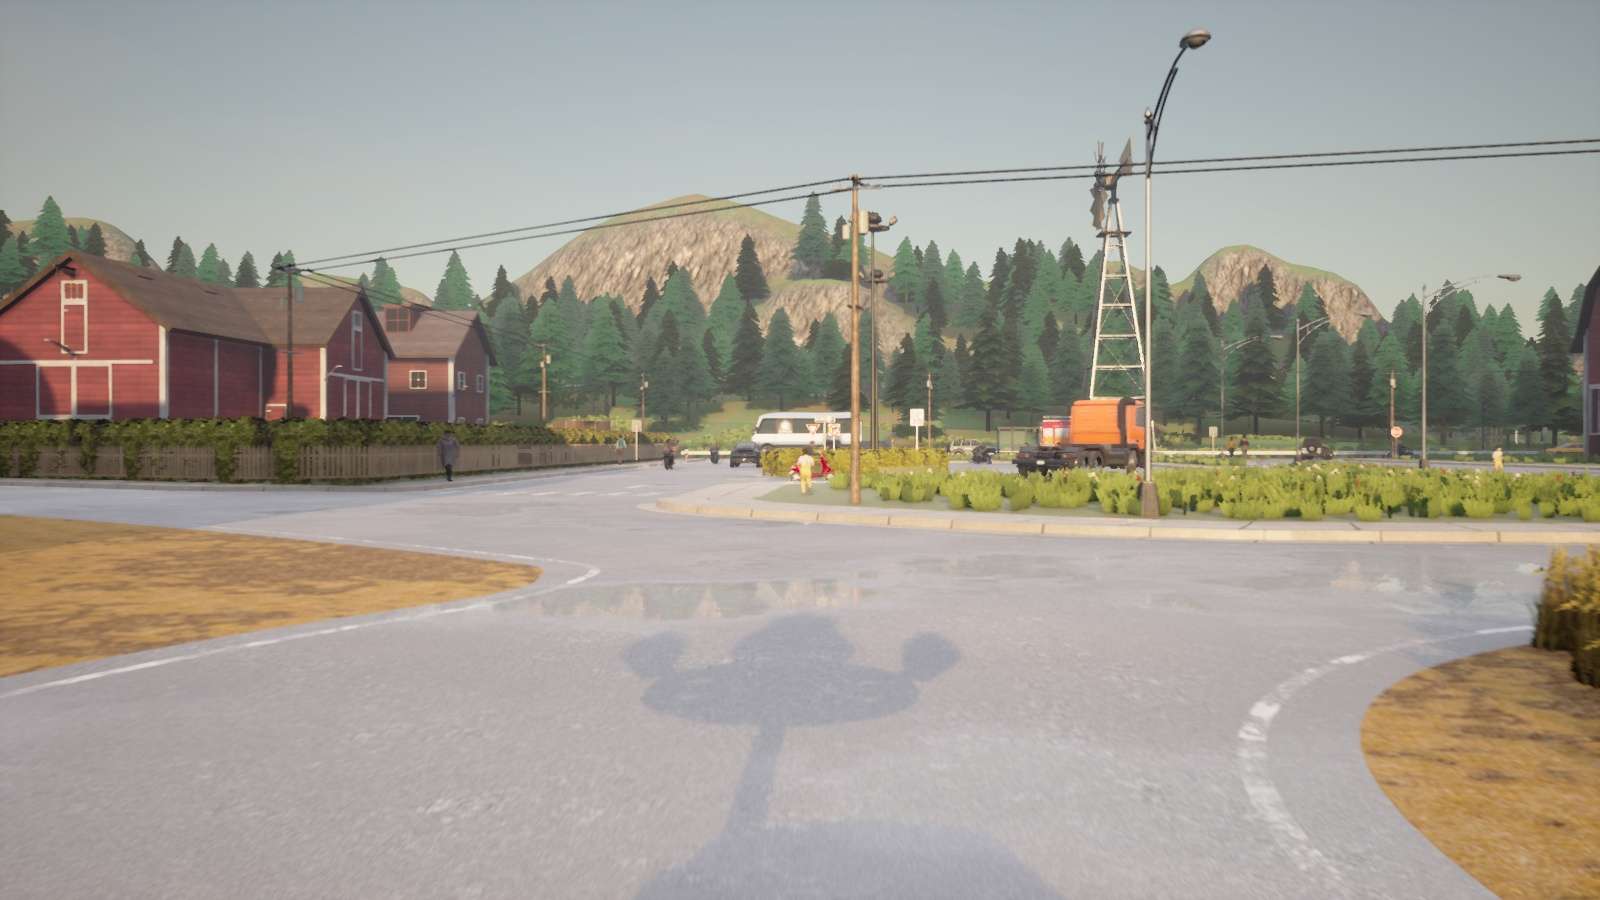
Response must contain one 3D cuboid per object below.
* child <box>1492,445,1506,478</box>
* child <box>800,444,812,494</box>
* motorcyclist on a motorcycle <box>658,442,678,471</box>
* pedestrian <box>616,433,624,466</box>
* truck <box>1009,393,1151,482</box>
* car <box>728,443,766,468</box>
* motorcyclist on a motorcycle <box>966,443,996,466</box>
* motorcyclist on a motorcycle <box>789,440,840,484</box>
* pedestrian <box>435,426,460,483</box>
[{"bbox_3d":[26.742,0.433,48.054,0.270,1.263,0.437,0,0,2],"label":"child"},{"bbox_3d":[0.144,0.483,31.728,0.270,1.263,0.437,0,0,-3],"label":"child"},{"bbox_3d":[-7.194,0.336,68.570,0.797,1.523,2.044,0,0,3],"label":"motorcyclist on a motorcycle"},{"bbox_3d":[-10.740,-0.030,74.962,0.396,1.930,0.692,0,0,-2],"label":"pedestrian"},{"bbox_3d":[11.967,-0.525,53.091,2.891,3.462,7.936,1,1,37],"label":"truck"},{"bbox_3d":[-3.199,0.315,76.881,1.837,1.490,4.892,0,0,3],"label":"car"},{"bbox_3d":[12.499,0.303,86.763,0.866,1.530,2.191,-1,1,-27],"label":"motorcyclist on a motorcycle"},{"bbox_3d":[0.528,0.437,46.782,1.817,1.590,0.866,0,1,-8],"label":"motorcyclist on a motorcycle"},{"bbox_3d":[-12.172,0.147,43.372,0.659,1.952,0.873,0,0,-4],"label":"pedestrian"}]
